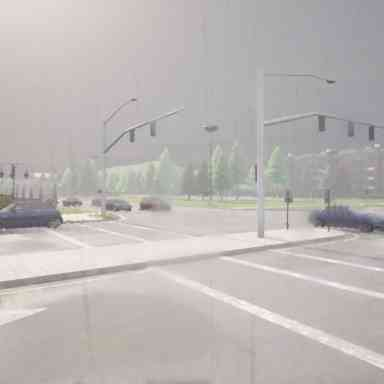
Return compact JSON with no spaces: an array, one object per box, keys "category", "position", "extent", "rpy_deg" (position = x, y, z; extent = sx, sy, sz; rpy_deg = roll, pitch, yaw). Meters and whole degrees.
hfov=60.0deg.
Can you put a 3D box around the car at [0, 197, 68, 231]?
[{"category":"car","position":[-10.031,1.352,19.465],"extent":[4.553,1.767,2.097],"rpy_deg":[0,0,-36]}]

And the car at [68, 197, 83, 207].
[{"category":"car","position":[-18.585,1.601,51.667],"extent":[1.895,1.301,4.718],"rpy_deg":[0,0,-36]}]

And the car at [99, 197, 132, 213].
[{"category":"car","position":[-8.459,1.504,37.678],"extent":[1.837,1.490,4.892],"rpy_deg":[0,0,-35]}]

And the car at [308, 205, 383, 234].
[{"category":"car","position":[9.096,1.525,19.525],"extent":[1.812,1.442,4.674],"rpy_deg":[0,0,-36]}]

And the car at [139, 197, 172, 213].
[{"category":"car","position":[-4.209,1.351,37.829],"extent":[2.097,1.767,4.553],"rpy_deg":[0,0,-36]}]

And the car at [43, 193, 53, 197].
[{"category":"car","position":[-27.579,1.220,64.197],"extent":[2.150,2.045,5.566],"rpy_deg":[0,0,-36]}]

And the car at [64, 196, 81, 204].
[{"category":"car","position":[-22.916,1.563,63.715],"extent":[1.994,1.385,4.181],"rpy_deg":[0,0,-36]}]

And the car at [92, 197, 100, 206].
[{"category":"car","position":[-13.879,1.491,51.144],"extent":[2.128,1.511,4.902],"rpy_deg":[0,0,-36]}]
